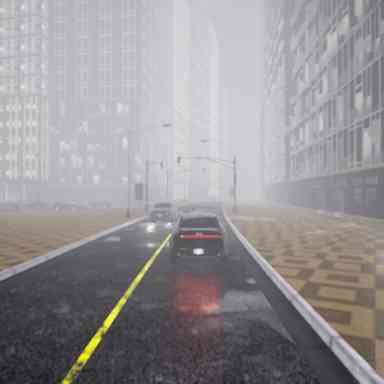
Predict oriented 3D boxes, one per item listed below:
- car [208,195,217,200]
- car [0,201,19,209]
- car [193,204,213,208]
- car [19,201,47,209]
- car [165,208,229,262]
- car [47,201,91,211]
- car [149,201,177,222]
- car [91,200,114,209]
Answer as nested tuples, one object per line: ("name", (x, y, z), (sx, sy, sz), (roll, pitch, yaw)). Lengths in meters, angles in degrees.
("car", (5.617, 1.503, 90.903), (1.837, 1.490, 4.892), (0, 0, 11))
("car", (-30.988, 2.209, 55.949), (4.313, 1.339, 1.947), (-1, 0, 12))
("car", (0.862, 1.635, 26.235), (1.895, 1.301, 4.718), (0, 0, 4))
("car", (-25.496, 2.111, 54.736), (4.313, 1.339, 1.947), (-1, 0, 12))
("car", (0.276, 1.521, 12.100), (1.837, 1.490, 4.892), (0, -1, 2))
("car", (-16.318, 1.853, 44.128), (4.403, 1.369, 2.008), (-1, 0, 12))
("car", (-2.235, 1.540, 26.935), (1.837, 1.490, 4.892), (0, -1, 4))
("car", (-14.511, 1.900, 52.311), (4.403, 1.369, 2.008), (-1, 0, 12))
